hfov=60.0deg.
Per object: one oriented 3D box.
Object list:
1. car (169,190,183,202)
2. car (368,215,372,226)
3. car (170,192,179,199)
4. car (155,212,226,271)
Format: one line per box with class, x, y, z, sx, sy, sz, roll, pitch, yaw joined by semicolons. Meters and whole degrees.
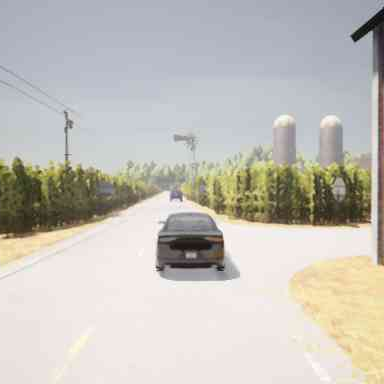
car;-2.735;0.595;57.602;2.150;2.045;5.566;0;1;-4
car;11.608;1.412;16.900;4.718;1.301;1.895;0;1;-3
car;-3.667;0.714;70.171;1.882;1.535;5.008;0;1;-4
car;-0.081;1.361;10.583;1.882;1.535;5.008;0;1;-1
